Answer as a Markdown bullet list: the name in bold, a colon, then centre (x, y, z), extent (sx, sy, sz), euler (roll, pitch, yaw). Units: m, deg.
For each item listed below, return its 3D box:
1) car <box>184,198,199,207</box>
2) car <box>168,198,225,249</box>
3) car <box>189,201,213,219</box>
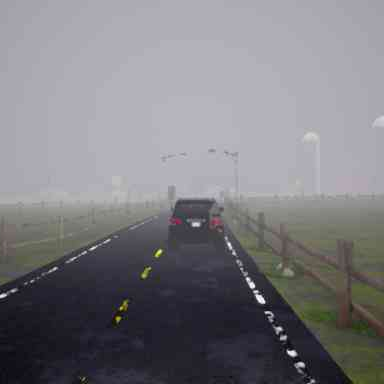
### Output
- **car**: centre (-0.009, 1.643, 52.010), extent (1.895, 1.301, 4.718), euler (0, 0, 6)
- **car**: centre (0.224, 1.257, 14.617), extent (2.150, 2.045, 5.566), euler (0, 0, 2)
- **car**: centre (0.895, 1.570, 29.531), extent (1.994, 1.385, 4.181), euler (0, 0, 3)
